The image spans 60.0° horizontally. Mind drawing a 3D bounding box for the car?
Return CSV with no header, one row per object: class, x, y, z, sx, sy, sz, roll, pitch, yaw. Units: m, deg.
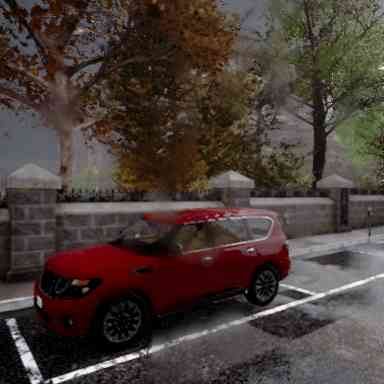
car,-0.213,1.283,6.388,5.009,1.841,2.192,-1,1,-36
